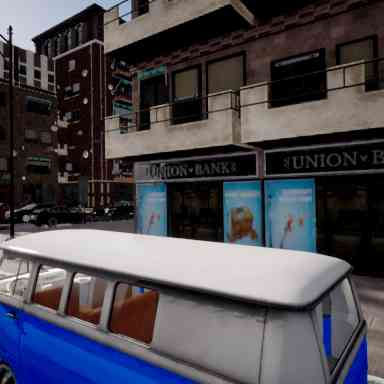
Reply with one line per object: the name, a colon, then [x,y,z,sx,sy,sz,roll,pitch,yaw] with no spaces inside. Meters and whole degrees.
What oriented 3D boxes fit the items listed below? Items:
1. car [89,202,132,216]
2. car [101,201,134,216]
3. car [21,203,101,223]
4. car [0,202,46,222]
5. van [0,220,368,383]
car: [-8.795,1.798,36.384,1.947,1.339,4.313,-2,-1,36]
car: [-6.915,1.675,34.558,2.128,1.511,4.902,-1,-1,36]
car: [-8.663,1.583,22.333,1.947,1.339,4.313,-2,-1,36]
car: [-12.458,1.635,26.955,1.837,1.490,4.892,-1,-1,36]
van: [-0.485,1.342,3.196,3.998,1.788,1.690,0,-1,35]
